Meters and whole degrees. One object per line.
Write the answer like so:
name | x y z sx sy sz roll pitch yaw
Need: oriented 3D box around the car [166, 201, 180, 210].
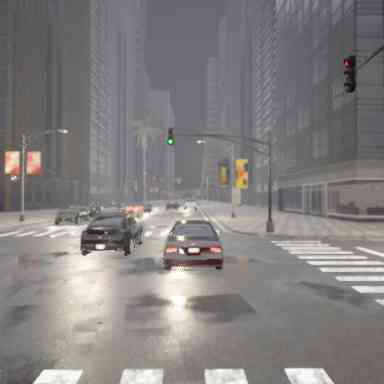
car | -3.501 2.357 58.225 1.882 1.535 5.008 0 -1 0

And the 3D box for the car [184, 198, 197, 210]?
car | -0.249 2.104 58.028 2.150 2.045 5.566 0 -1 0

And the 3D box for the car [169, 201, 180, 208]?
car | -3.546 2.609 68.706 1.994 1.385 4.181 0 -1 0

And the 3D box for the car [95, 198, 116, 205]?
car | -9.984 1.761 38.095 2.150 2.045 5.566 0 -1 0

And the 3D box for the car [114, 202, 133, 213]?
car | -9.961 2.231 48.438 1.812 1.442 4.674 0 -1 0

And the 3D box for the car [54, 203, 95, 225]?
car | -9.999 1.891 28.074 1.837 1.490 4.892 0 -1 -2

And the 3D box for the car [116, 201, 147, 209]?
car | -6.734 1.888 37.483 2.097 1.767 4.553 0 -1 0

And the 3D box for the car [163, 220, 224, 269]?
car | 0.037 1.688 11.581 2.033 1.411 5.357 0 -1 0

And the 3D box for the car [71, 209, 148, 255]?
car | -3.217 1.694 14.081 1.837 1.490 4.892 0 -1 0

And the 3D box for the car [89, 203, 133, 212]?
car | -6.720 1.942 28.201 2.033 1.411 5.357 0 -1 0

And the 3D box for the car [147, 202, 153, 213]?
car | -6.706 2.189 47.558 2.128 1.511 4.902 0 -1 0
